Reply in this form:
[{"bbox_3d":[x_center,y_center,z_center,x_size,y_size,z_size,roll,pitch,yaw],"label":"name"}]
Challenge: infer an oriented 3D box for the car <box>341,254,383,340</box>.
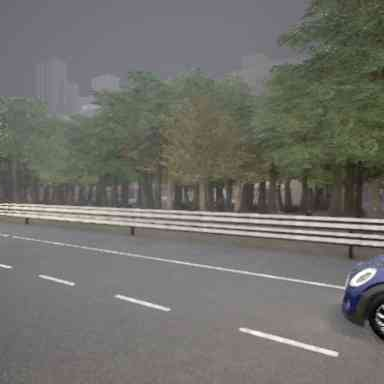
[{"bbox_3d":[4.688,1.352,4.824,4.553,1.767,2.097,0,0,36],"label":"car"}]
